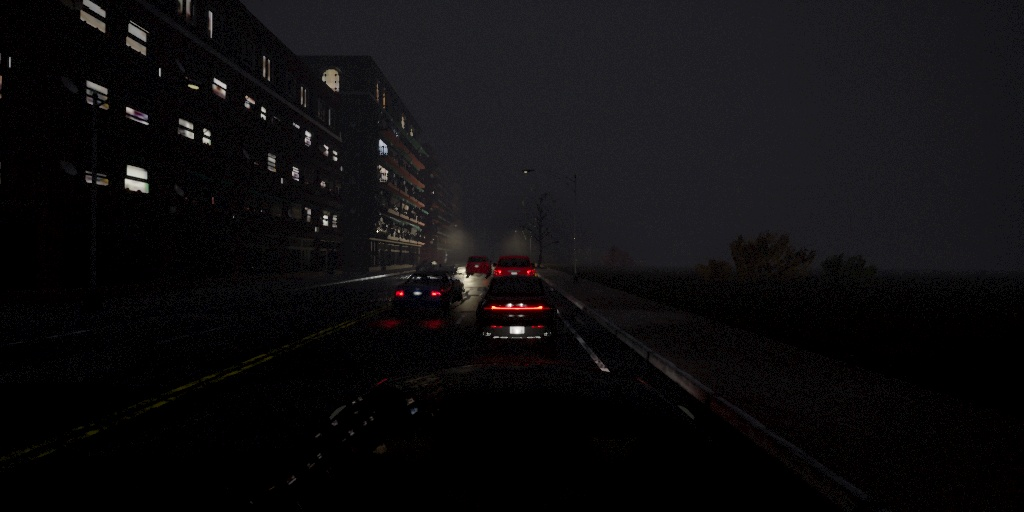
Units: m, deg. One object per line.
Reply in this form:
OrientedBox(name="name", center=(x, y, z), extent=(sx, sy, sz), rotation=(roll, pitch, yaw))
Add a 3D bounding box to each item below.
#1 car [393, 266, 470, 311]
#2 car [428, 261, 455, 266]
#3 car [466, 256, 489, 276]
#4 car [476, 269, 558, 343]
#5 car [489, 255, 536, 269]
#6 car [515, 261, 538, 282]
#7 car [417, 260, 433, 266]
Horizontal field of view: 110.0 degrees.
OrientedBox(name="car", center=(-3.143, 1.299, 14.434), extent=(2.033, 1.411, 5.357), rotation=(0, 0, 0))
OrientedBox(name="car", center=(-6.587, 1.355, 35.342), extent=(1.895, 1.301, 4.718), rotation=(0, 0, 0))
OrientedBox(name="car", center=(-3.135, 0.977, 34.664), extent=(2.150, 2.045, 5.566), rotation=(0, 0, 0))
OrientedBox(name="car", center=(0.105, 1.256, 9.699), extent=(1.837, 1.490, 4.892), rotation=(0, 0, 0))
OrientedBox(name="car", center=(0.107, 0.975, 20.046), extent=(2.150, 2.045, 5.566), rotation=(0, 0, 0))
OrientedBox(name="car", center=(1.149, 1.209, 30.454), extent=(1.801, 1.575, 5.366), rotation=(0, 0, 0))
OrientedBox(name="car", center=(-9.835, 1.245, 41.660), extent=(2.128, 1.511, 4.902), rotation=(0, 0, 0))
